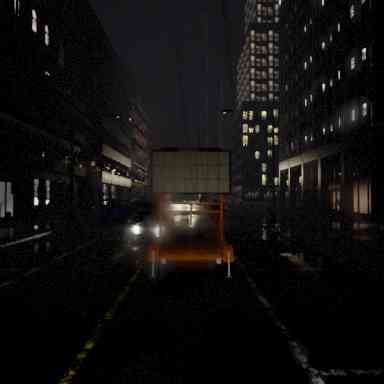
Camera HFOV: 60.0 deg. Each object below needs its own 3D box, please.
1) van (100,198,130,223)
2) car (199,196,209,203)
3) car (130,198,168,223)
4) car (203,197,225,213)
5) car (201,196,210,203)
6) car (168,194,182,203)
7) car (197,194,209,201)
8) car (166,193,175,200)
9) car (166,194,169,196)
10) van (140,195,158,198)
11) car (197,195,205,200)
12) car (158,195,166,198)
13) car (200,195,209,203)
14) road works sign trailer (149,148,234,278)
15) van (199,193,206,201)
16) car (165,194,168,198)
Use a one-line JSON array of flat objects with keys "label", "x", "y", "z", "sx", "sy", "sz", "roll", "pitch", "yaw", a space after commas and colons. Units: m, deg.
[{"label": "van", "x": -5.734, "y": 1.334, "z": 25.209, "sx": 1.690, "sy": 1.788, "sz": 3.998, "roll": 1, "pitch": 0, "yaw": 0}, {"label": "car", "x": 2.529, "y": 1.486, "z": 70.702, "sx": 2.008, "sy": 1.369, "sz": 4.403, "roll": 1, "pitch": 0, "yaw": 0}, {"label": "car", "x": -3.163, "y": 1.470, "z": 25.416, "sx": 1.882, "sy": 1.535, "sz": 5.008, "roll": 0, "pitch": 0, "yaw": 0}, {"label": "car", "x": 2.614, "y": 1.535, "z": 36.514, "sx": 2.008, "sy": 1.369, "sz": 4.403, "roll": 1, "pitch": 0, "yaw": 0}, {"label": "car", "x": 2.600, "y": 1.529, "z": 42.211, "sx": 2.008, "sy": 1.369, "sz": 4.403, "roll": 1, "pitch": 0, "yaw": 0}, {"label": "car", "x": -3.182, "y": 1.467, "z": 66.957, "sx": 1.812, "sy": 1.442, "sz": 4.674, "roll": 0, "pitch": 0, "yaw": 0}, {"label": "car", "x": 2.548, "y": 1.260, "z": 65.004, "sx": 2.192, "sy": 1.841, "sz": 5.009, "roll": 1, "pitch": 0, "yaw": 0}, {"label": "car", "x": -5.902, "y": 1.206, "z": 93.595, "sx": 2.192, "sy": 1.841, "sz": 5.009, "roll": 1, "pitch": 0, "yaw": 0}, {"label": "car", "x": -5.874, "y": 1.229, "z": 82.199, "sx": 2.192, "sy": 1.841, "sz": 5.009, "roll": 1, "pitch": 0, "yaw": 0}, {"label": "van", "x": -5.776, "y": 1.319, "z": 42.307, "sx": 1.690, "sy": 1.788, "sz": 3.998, "roll": 1, "pitch": 0, "yaw": 0}, {"label": "car", "x": 2.463, "y": 1.469, "z": 87.796, "sx": 1.947, "sy": 1.339, "sz": 4.313, "roll": 1, "pitch": 0, "yaw": 0}, {"label": "car", "x": -5.809, "y": 1.514, "z": 53.705, "sx": 2.008, "sy": 1.369, "sz": 4.403, "roll": 1, "pitch": 0, "yaw": 0}, {"label": "car", "x": 2.586, "y": 1.516, "z": 47.910, "sx": 1.887, "sy": 1.381, "sz": 4.507, "roll": 1, "pitch": 0, "yaw": 0}, {"label": "road works sign trailer", "x": -0.025, "y": 0.464, "z": 10.127, "sx": 2.380, "sy": 3.560, "sz": 2.880, "roll": 0, "pitch": 0, "yaw": 0}, {"label": "van", "x": 2.515, "y": 1.256, "z": 82.098, "sx": 1.690, "sy": 1.788, "sz": 3.998, "roll": 1, "pitch": 0, "yaw": 0}, {"label": "car", "x": -5.823, "y": 1.537, "z": 59.402, "sx": 1.802, "sy": 1.307, "sz": 4.206, "roll": 1, "pitch": 0, "yaw": 0}]
